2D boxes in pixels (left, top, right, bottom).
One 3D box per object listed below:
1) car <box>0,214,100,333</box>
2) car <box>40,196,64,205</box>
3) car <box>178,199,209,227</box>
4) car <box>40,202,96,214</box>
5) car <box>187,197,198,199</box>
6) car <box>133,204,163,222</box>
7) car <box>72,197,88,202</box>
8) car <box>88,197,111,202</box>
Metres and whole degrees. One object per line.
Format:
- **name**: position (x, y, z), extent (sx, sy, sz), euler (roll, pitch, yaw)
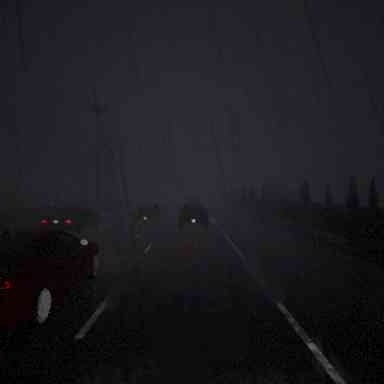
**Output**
- **car**: position (-3.402, 1.477, 6.954), extent (1.882, 1.535, 5.008), euler (0, 0, 0)
- **car**: position (-21.081, 1.351, 50.149), extent (2.097, 1.767, 4.553), euler (0, 0, 0)
- **car**: position (0.095, 1.506, 22.941), extent (1.837, 1.490, 4.892), euler (0, 0, 0)
- **car**: position (-6.904, 1.547, 19.360), extent (2.033, 1.411, 5.357), euler (0, 0, 0)
- **car**: position (0.091, 1.351, 41.588), extent (2.097, 1.767, 4.553), euler (0, 0, 0)
- **car**: position (-3.407, 1.600, 26.441), extent (1.895, 1.301, 4.718), euler (0, 0, 0)
- **car**: position (-17.570, 1.489, 53.193), extent (2.128, 1.511, 4.902), euler (0, 0, 0)
- **car**: position (-14.077, 1.490, 52.214), extent (2.128, 1.511, 4.902), euler (0, 0, 0)
